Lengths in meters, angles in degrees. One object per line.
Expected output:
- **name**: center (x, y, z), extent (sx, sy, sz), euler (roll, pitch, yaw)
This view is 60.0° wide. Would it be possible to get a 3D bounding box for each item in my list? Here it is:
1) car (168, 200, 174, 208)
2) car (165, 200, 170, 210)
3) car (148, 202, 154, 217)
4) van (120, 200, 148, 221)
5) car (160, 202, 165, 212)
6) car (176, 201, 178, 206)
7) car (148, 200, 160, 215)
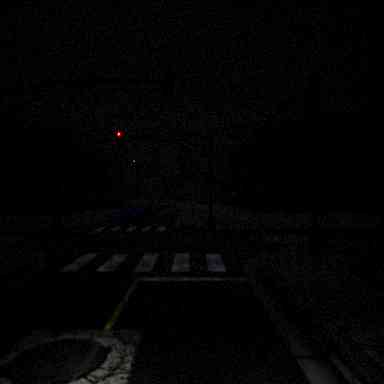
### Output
- **car**: center (-5.506, 2.795, 70.352), extent (1.887, 1.381, 4.507), euler (1, -1, 0)
- **car**: center (-5.479, 2.572, 59.774), extent (1.802, 1.307, 4.206), euler (2, -1, 0)
- **car**: center (-5.408, 1.958, 33.635), extent (2.008, 1.369, 4.403), euler (2, -1, 0)
- **van**: center (-5.394, 1.680, 30.319), extent (1.690, 1.788, 3.998), euler (2, -1, 0)
- **car**: center (-5.449, 2.288, 49.196), extent (1.887, 1.381, 4.507), euler (2, -1, 0)
- **car**: center (-5.563, 3.365, 91.506), extent (2.008, 1.369, 4.403), euler (1, -2, 0)
- **car**: center (-5.414, 1.828, 38.624), extent (2.192, 1.841, 5.009), euler (2, -1, 0)
